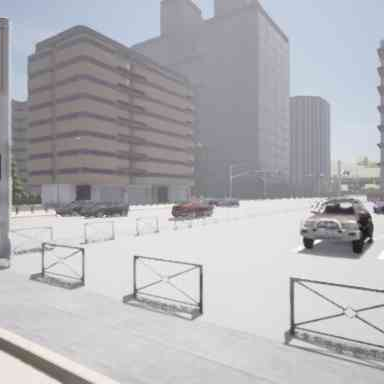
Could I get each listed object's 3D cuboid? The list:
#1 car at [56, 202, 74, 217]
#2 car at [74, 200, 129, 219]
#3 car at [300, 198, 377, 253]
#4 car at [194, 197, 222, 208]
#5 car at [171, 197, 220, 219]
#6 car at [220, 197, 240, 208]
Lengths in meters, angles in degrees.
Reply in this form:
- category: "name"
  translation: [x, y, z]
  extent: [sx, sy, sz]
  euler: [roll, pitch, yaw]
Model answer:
- category: "car"
  translation: [-10.830, 1.573, 32.410]
  extent: [1.837, 1.490, 4.892]
  euler: [0, 0, 34]
- category: "car"
  translation: [-7.900, 1.564, 30.495]
  extent: [1.837, 1.490, 4.892]
  euler: [0, 0, 34]
- category: "car"
  translation: [5.793, 1.158, 12.998]
  extent: [1.932, 1.855, 4.605]
  euler: [0, 0, 34]
- category: "car"
  translation: [2.554, 1.557, 52.047]
  extent: [2.128, 1.511, 4.902]
  euler: [0, 0, 35]
- category: "car"
  translation: [0.204, 1.517, 29.651]
  extent: [1.882, 1.535, 5.008]
  euler: [0, 0, 34]
- category: "car"
  translation: [5.452, 1.548, 50.085]
  extent: [2.128, 1.511, 4.902]
  euler: [0, 0, 35]
